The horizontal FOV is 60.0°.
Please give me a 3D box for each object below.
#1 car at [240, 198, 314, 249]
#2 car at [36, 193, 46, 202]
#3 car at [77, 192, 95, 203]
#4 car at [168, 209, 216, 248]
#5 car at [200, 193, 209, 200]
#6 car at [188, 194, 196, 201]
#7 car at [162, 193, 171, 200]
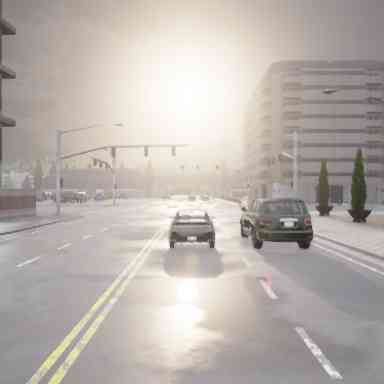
[{"bbox_3d":[3.500,1.256,14.680,2.150,2.045,5.566,0,0,0],"label":"car"},{"bbox_3d":[-32.532,1.393,68.766,1.970,1.475,3.806,0,0,0],"label":"car"},{"bbox_3d":[-26.710,1.393,83.848,1.970,1.475,3.806,0,0,0],"label":"car"},{"bbox_3d":[0.000,1.493,14.650,2.128,1.511,4.902,0,0,0],"label":"car"},{"bbox_3d":[3.500,1.448,86.278,1.812,1.442,4.674,0,0,0],"label":"car"},{"bbox_3d":[0.000,1.391,85.996,1.882,1.535,5.008,0,0,0],"label":"car"},{"bbox_3d":[-7.000,1.221,91.124,2.150,2.045,5.566,0,0,0],"label":"car"}]
